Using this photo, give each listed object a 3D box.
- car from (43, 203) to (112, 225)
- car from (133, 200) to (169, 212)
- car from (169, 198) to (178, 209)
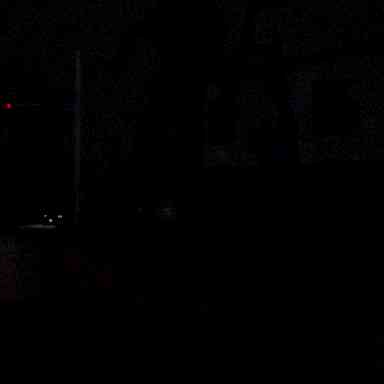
[{"bbox_3d":[-8.124,1.518,24.444,2.033,1.411,5.357,0,0,29],"label":"car"},{"bbox_3d":[-4.331,1.533,33.729,1.994,1.385,4.181,0,0,19],"label":"car"},{"bbox_3d":[-1.839,1.515,43.846,2.033,1.411,5.357,0,0,9],"label":"car"}]
